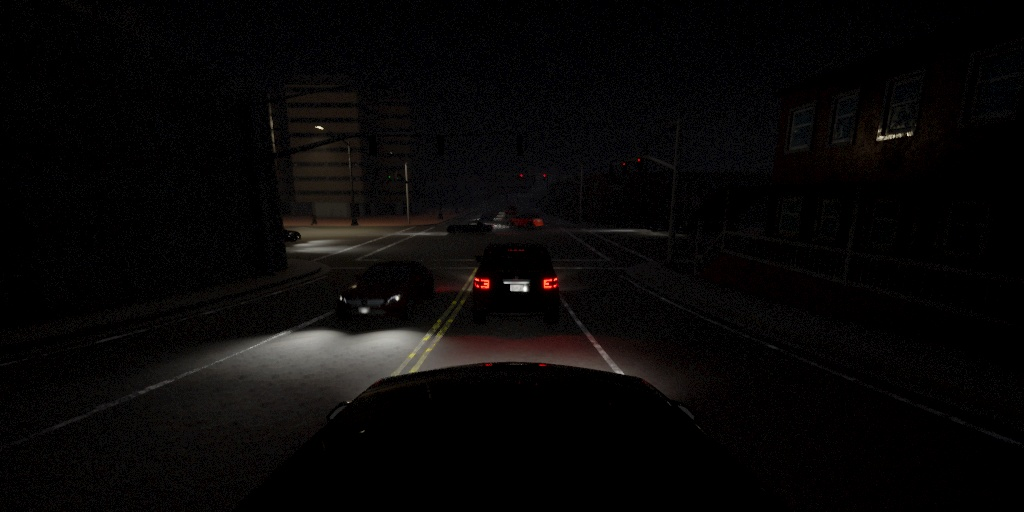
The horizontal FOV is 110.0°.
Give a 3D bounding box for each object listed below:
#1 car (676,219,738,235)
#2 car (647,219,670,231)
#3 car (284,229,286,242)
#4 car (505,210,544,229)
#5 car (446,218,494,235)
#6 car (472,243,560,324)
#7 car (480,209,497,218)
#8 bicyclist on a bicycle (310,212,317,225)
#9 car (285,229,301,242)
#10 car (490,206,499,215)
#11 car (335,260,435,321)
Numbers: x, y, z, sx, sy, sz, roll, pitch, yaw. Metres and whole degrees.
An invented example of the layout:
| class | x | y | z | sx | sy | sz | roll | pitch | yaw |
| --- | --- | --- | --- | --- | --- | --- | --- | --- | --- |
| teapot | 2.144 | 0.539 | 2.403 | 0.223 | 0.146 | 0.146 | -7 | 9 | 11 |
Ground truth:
| class | x | y | z | sx | sy | sz | roll | pitch | yaw |
| --- | --- | --- | --- | --- | --- | --- | --- | --- | --- |
| car | 20.021 | -3.276 | 36.643 | 5.566 | 2.045 | 2.150 | 0 | 10 | 0 |
| car | 17.783 | -3.494 | 40.158 | 4.718 | 1.301 | 1.895 | 0 | 10 | -1 |
| car | -19.913 | -1.233 | 26.163 | 4.902 | 1.511 | 2.128 | 0 | 10 | 0 |
| car | 1.551 | -4.291 | 43.306 | 4.553 | 1.767 | 2.097 | 8 | 12 | 39 |
| car | -4.304 | -2.918 | 36.722 | 4.718 | 1.301 | 1.895 | 0 | 10 | 0 |
| car | 0.062 | 0.601 | 10.722 | 2.150 | 2.045 | 5.566 | 0 | 4 | -1 |
| car | -3.730 | -5.884 | 54.101 | 1.895 | 1.301 | 4.718 | 0 | 10 | 0 |
| bicyclist on a bicycle | -25.380 | -4.787 | 45.833 | 0.582 | 1.620 | 1.656 | 0 | 10 | 0 |
| car | -20.107 | -1.808 | 29.608 | 4.892 | 1.490 | 1.837 | 0 | 10 | 0 |
| car | -3.728 | -7.453 | 62.848 | 1.812 | 1.442 | 4.674 | 0 | 10 | 0 |
| car | -3.622 | 0.885 | 11.096 | 1.812 | 1.442 | 4.674 | 0 | 4 | 0 |
